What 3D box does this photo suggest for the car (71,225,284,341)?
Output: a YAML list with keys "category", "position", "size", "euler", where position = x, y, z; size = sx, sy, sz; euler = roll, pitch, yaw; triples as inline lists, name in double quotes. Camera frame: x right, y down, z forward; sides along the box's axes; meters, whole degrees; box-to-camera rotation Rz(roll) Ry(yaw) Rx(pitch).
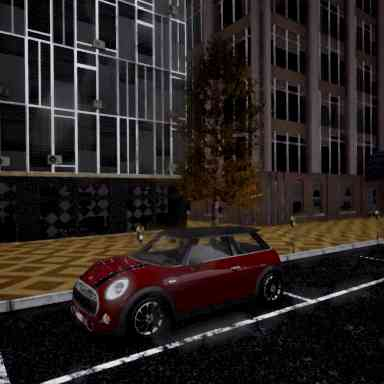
- category: "car"
  position: [-0.156, 1.439, 6.429]
  size: [4.097, 1.590, 1.967]
  euler: [0, -1, -35]
